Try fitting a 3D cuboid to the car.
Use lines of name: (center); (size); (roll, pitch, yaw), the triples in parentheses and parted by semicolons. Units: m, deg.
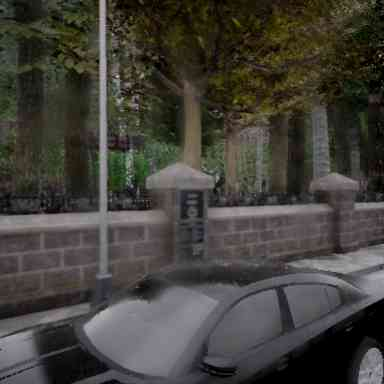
car: (0.170, 1.504, 3.392); (5.008, 1.535, 1.882); (0, -1, -36)
